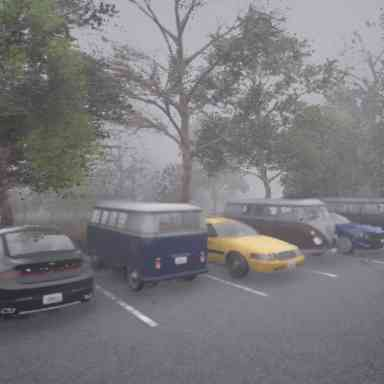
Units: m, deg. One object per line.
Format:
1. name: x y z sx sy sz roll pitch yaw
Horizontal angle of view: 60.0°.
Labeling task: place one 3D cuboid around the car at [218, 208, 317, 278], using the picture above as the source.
1. car: 0.927 1.475 10.502 1.946 1.575 5.366 0 0 -36

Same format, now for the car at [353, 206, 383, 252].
1. car: 5.323 1.477 13.877 2.097 1.535 5.008 0 0 -36

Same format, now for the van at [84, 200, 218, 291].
1. van: -1.503 1.253 9.136 1.878 1.987 4.442 0 0 -36

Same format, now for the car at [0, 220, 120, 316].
1. car: -3.685 1.481 7.426 2.231 1.521 4.892 0 0 -36

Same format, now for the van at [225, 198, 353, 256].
1. van: 3.140 1.252 12.167 1.878 1.987 4.442 0 0 -36

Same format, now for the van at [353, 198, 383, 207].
1. van: 7.526 1.266 15.302 1.878 1.987 4.442 1 0 -36
